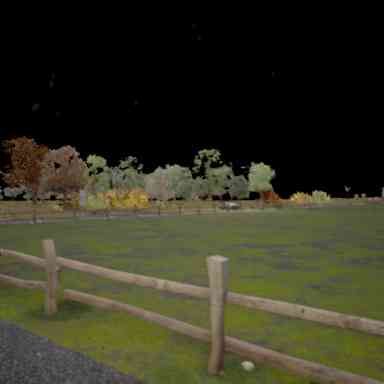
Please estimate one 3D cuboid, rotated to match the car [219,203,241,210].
[{"bbox_3d":[7.107,2.653,61.350,2.033,1.411,5.357,-2,-2,40],"label":"car"}]
